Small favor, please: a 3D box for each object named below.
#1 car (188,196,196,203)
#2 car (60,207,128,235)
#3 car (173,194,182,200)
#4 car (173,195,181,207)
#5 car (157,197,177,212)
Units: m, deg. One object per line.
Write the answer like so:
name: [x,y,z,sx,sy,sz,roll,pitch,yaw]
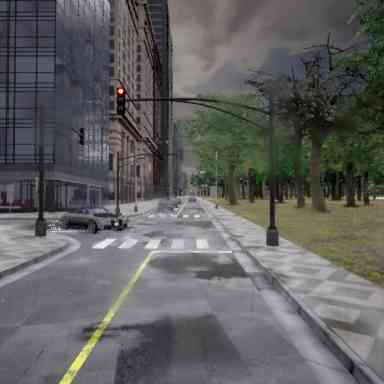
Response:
car: [0.091,1.774,79.422,2.128,1.511,4.902,0,0,0]
car: [-5.514,1.507,18.556,4.181,1.385,1.994,0,-1,37]
car: [-2.996,1.674,61.518,1.837,1.490,4.892,0,0,0]
car: [-3.040,1.624,49.544,1.837,1.490,4.892,0,0,0]
car: [-3.082,1.627,39.411,2.033,1.411,5.357,0,0,-4]
